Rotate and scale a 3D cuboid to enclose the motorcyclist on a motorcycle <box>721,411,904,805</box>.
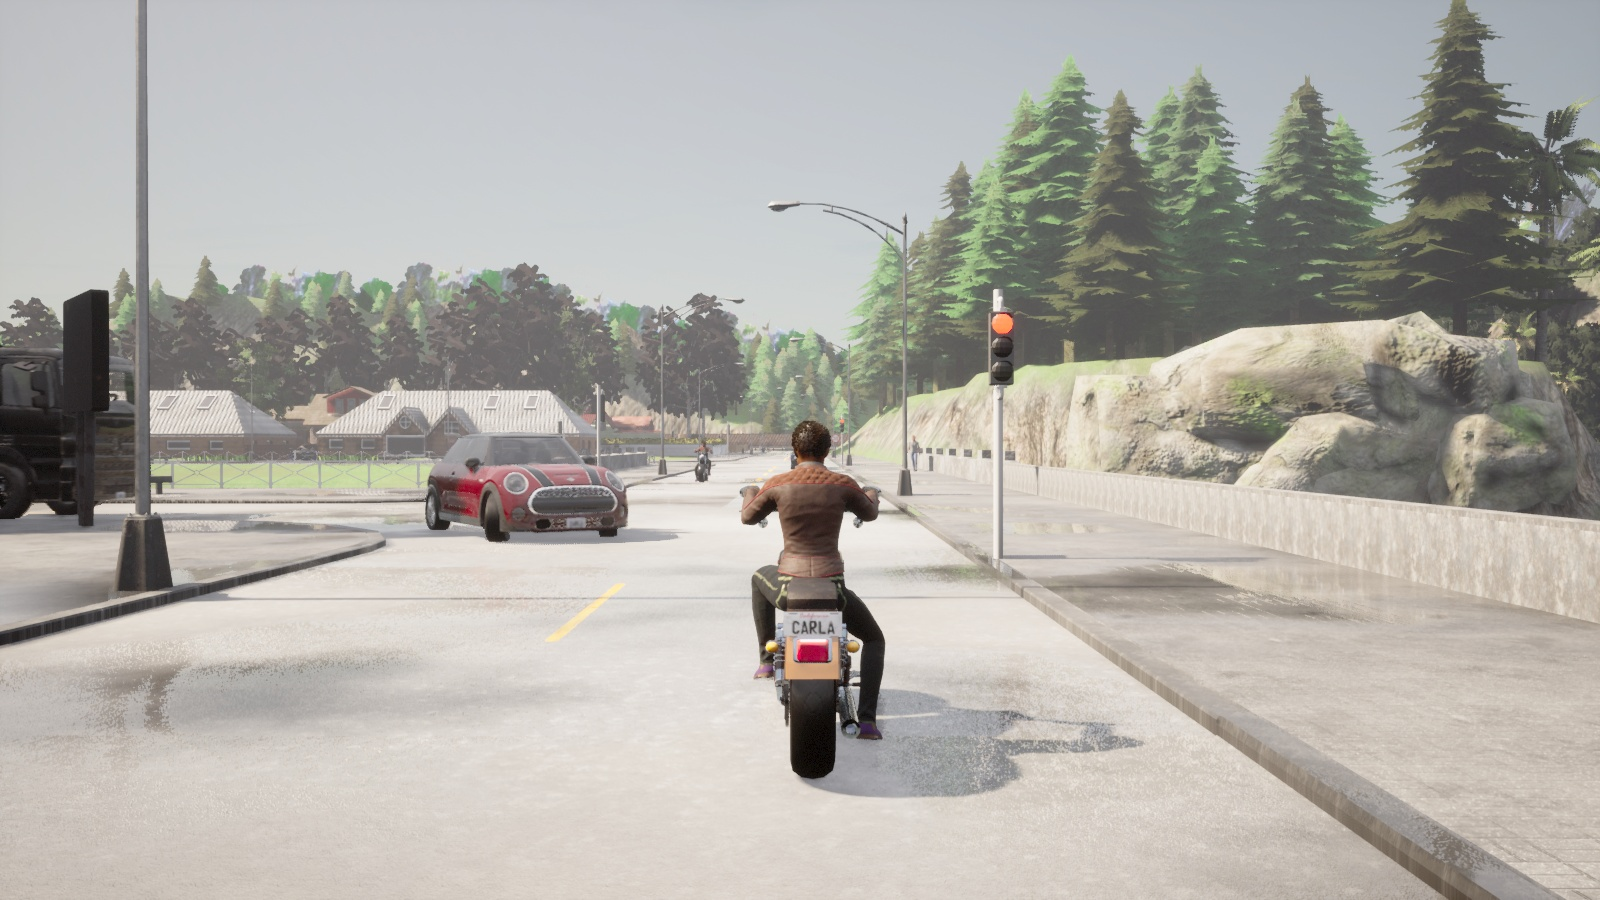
[{"bbox_3d":[0.055,0.661,6.438,0.766,1.649,2.350,0,0,0],"label":"motorcyclist on a motorcycle"}]

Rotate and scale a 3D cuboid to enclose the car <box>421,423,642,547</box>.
[{"bbox_3d":[-4.496,0.485,20.456,2.097,1.767,4.553,0,0,-32],"label":"car"}]

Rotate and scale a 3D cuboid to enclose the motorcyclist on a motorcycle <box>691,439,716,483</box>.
[{"bbox_3d":[-3.716,0.421,48.349,0.766,1.649,2.350,0,0,0],"label":"motorcyclist on a motorcycle"}]

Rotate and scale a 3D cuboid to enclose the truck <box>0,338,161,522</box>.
[{"bbox_3d":[-17.473,-0.391,25.081,7.936,3.462,2.891,0,0,0],"label":"truck"}]

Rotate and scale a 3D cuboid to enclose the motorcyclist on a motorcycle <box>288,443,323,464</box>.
[{"bbox_3d":[-35.764,0.240,90.830,2.191,1.530,0.866,0,0,0],"label":"motorcyclist on a motorcycle"}]

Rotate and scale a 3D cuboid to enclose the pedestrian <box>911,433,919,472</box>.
[{"bbox_3d":[5.516,0.121,60.268,0.354,1.836,0.706,0,0,4],"label":"pedestrian"}]
